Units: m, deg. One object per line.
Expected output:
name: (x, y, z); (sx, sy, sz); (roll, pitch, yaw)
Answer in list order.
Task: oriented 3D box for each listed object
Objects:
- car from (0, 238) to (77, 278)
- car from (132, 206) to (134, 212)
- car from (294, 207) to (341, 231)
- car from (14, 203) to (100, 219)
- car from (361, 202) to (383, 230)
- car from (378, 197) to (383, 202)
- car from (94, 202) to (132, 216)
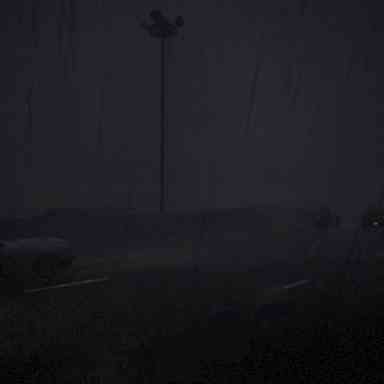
car: (-5.545, 1.629, 8.594); (4.718, 1.301, 1.895); (0, 0, -36)
car: (-8.529, 1.713, 34.577); (2.033, 1.411, 5.357); (0, 0, 40)
car: (8.276, 1.680, 21.849); (1.812, 1.442, 4.674); (0, 0, 40)
car: (-8.292, 1.609, 20.083); (4.674, 1.442, 1.812); (1, 0, -42)
car: (12.308, 1.659, 21.375); (2.128, 1.511, 4.902); (0, 0, 39)
car: (20.789, 1.496, 34.574); (2.150, 2.045, 5.566); (0, 0, 27)
car: (-8.273, 1.630, 29.703); (2.128, 1.511, 4.902); (0, 0, 43)
